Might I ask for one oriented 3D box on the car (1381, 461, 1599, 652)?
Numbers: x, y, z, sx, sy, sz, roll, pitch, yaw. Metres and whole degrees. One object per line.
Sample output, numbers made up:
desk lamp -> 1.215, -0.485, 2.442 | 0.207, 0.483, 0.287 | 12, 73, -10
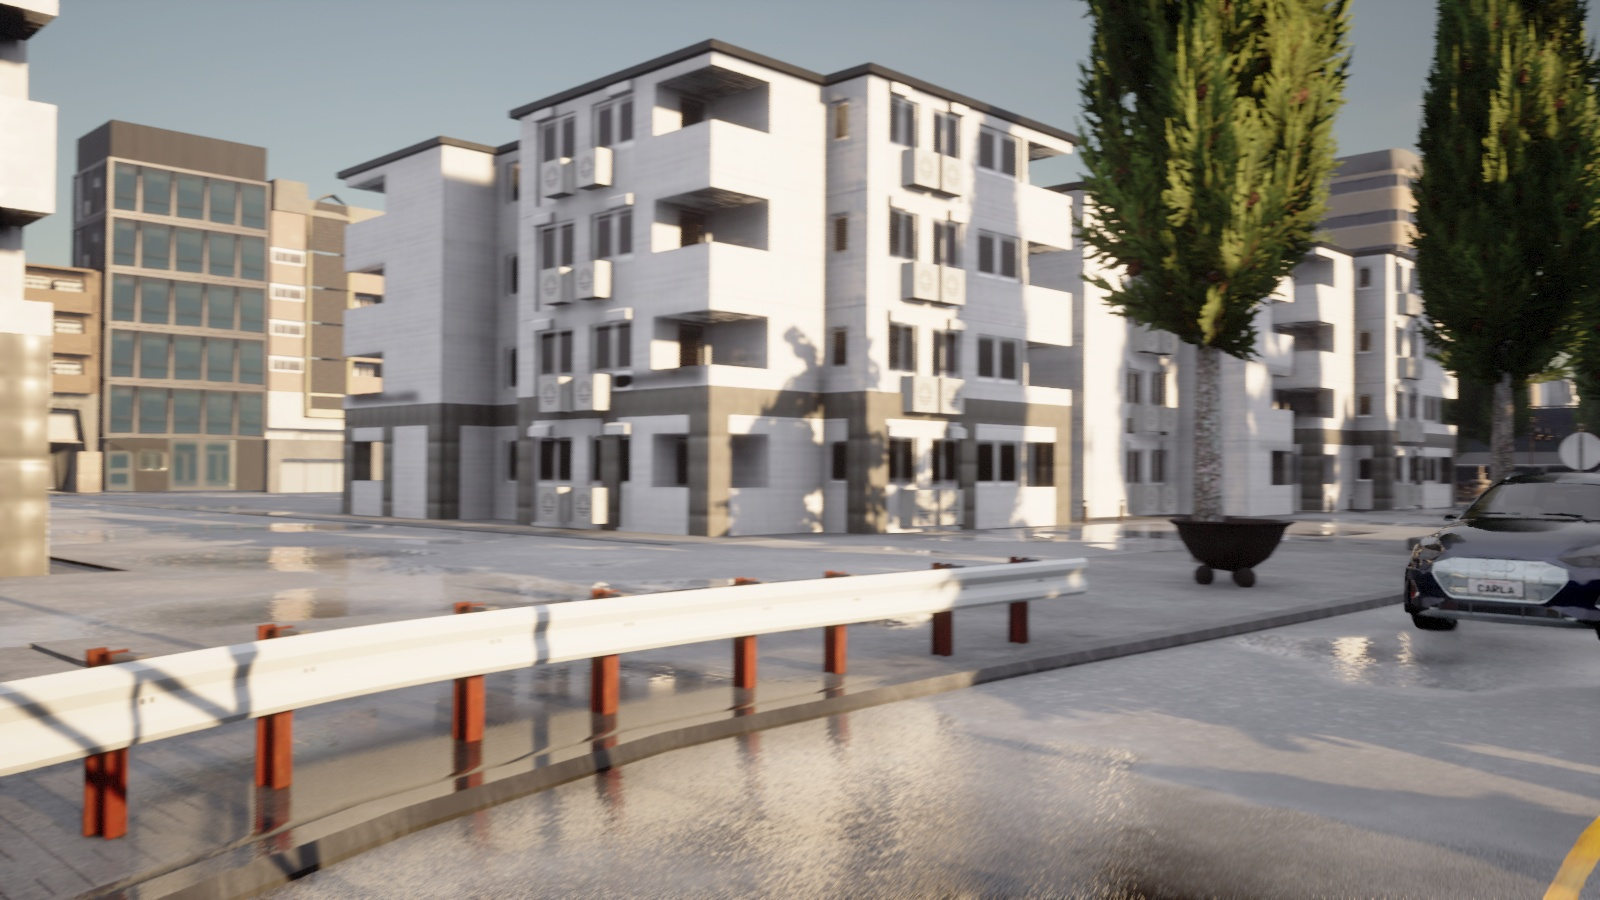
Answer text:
car -> 8.048, 0.953, 13.124 | 2.033, 1.649, 4.856 | -1, -1, 45
